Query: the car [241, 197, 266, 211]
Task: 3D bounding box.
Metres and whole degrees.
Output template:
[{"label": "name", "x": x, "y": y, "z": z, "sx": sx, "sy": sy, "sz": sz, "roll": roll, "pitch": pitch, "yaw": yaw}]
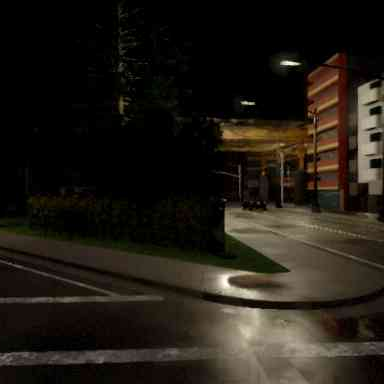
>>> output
[{"label": "car", "x": 7.636, "y": 1.368, "z": 41.478, "sx": 2.097, "sy": 1.767, "sz": 4.553, "roll": 0, "pitch": 0, "yaw": -6}]
